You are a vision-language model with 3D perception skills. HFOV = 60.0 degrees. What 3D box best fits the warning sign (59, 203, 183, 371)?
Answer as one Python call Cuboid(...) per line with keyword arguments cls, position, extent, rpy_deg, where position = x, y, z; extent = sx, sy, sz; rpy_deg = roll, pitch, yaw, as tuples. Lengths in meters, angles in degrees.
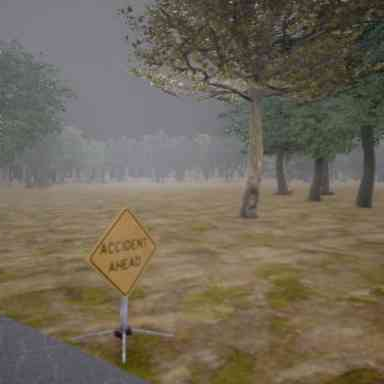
Cuboid(cls="warning sign", position=(-0.946, 1.115, 4.628), extent=(1.060, 1.860, 1.300), rpy_deg=(0, 0, 36))
